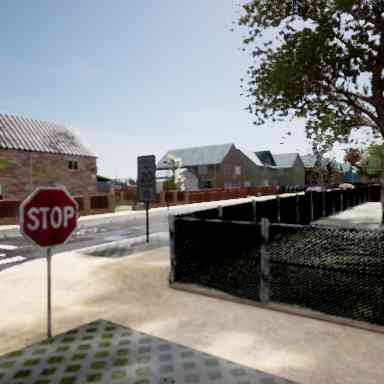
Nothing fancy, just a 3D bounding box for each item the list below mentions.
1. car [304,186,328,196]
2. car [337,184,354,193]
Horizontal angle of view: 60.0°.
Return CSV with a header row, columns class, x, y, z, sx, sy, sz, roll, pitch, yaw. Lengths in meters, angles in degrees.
class,x,y,z,sx,sy,sz,roll,pitch,yaw
car,14.426,0.073,38.326,2.128,1.511,4.902,-1,1,36
car,23.545,-0.478,50.881,1.882,1.535,5.008,-1,1,36
